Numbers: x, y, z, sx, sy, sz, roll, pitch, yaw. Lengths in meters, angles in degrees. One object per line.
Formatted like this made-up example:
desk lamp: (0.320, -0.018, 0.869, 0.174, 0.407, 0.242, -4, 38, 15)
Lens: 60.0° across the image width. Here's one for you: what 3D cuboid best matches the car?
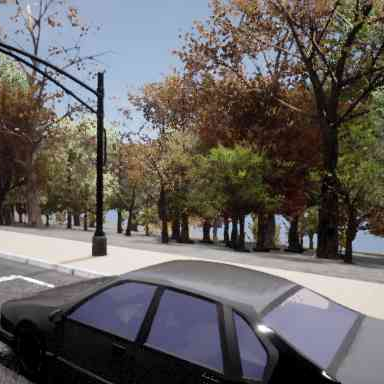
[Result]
car: (-0.087, 1.546, 3.741, 5.357, 1.411, 2.033, 0, 0, 35)
